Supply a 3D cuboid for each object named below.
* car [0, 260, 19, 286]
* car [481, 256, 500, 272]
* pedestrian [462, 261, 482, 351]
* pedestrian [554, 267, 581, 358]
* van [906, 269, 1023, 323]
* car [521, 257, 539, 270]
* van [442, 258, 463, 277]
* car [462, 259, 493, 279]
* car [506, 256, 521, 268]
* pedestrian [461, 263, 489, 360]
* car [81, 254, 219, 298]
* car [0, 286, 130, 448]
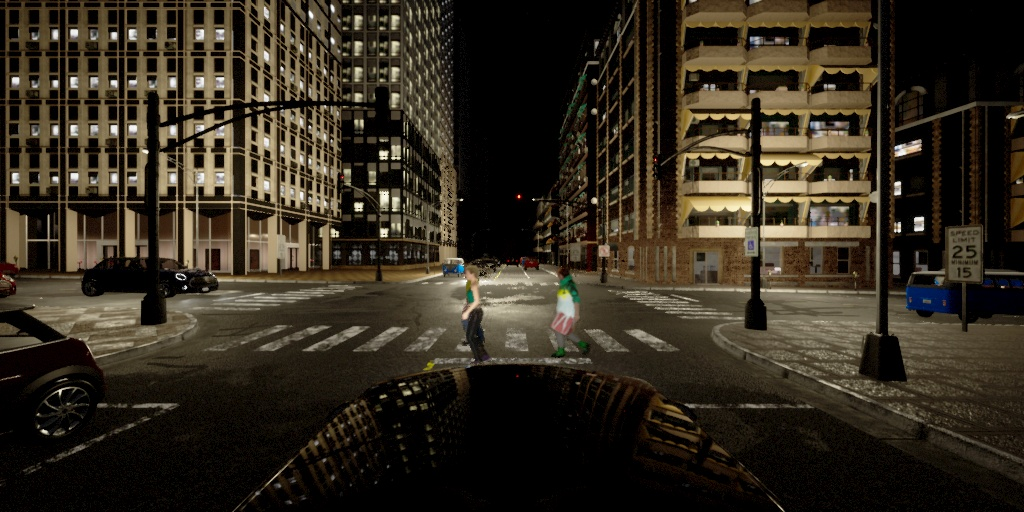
[{"bbox_3d":[-21.133,0.818,13.125,4.097,1.591,1.967,0,0,0],"label":"car"},{"bbox_3d":[-3.029,0.983,45.600,2.150,2.045,5.566,0,0,1],"label":"car"},{"bbox_3d":[-0.854,1.047,7.667,0.375,1.860,0.375,0,0,0],"label":"pedestrian"},{"bbox_3d":[1.089,1.044,7.065,0.375,1.860,0.375,0,0,0],"label":"pedestrian"},{"bbox_3d":[16.926,1.453,13.028,3.998,1.789,1.690,0,0,0],"label":"van"},{"bbox_3d":[2.752,1.079,51.456,2.192,1.841,5.009,0,0,0],"label":"car"},{"bbox_3d":[-5.649,1.097,34.813,1.690,1.789,3.998,0,0,0],"label":"van"},{"bbox_3d":[-3.057,1.260,32.771,1.837,1.490,4.892,0,0,0],"label":"car"},{"bbox_3d":[0.080,0.994,63.915,2.150,2.045,5.566,0,0,0],"label":"car"},{"bbox_3d":[-0.666,1.044,6.467,0.375,1.860,0.375,0,0,0],"label":"pedestrian"},{"bbox_3d":[-15.663,0.832,15.720,4.553,1.767,2.097,1,0,0],"label":"car"},{"bbox_3d":[-5.689,1.190,2.339,1.967,1.591,4.097,0,0,0],"label":"car"}]
